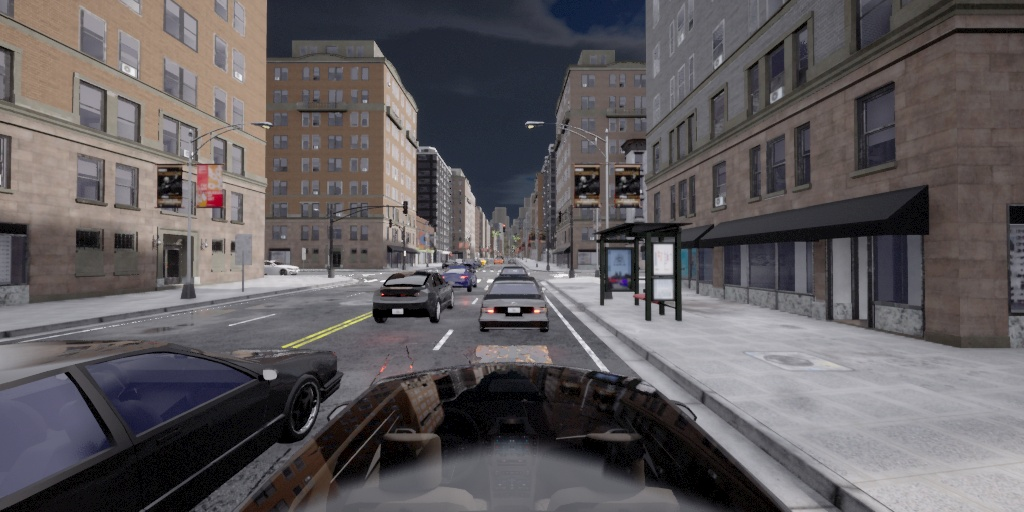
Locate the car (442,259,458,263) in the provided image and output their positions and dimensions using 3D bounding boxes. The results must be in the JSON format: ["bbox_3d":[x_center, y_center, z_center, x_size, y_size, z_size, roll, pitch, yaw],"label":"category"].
[{"bbox_3d":[-9.804,1.273,56.890,1.837,1.490,4.892,0,0,3],"label":"car"}]

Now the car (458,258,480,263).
[{"bbox_3d":[-6.590,1.121,55.199,2.097,1.767,4.553,0,0,0],"label":"car"}]

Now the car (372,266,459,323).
[{"bbox_3d":[-3.138,1.258,12.142,1.837,1.490,4.892,0,0,-1],"label":"car"}]

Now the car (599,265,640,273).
[{"bbox_3d":[13.126,1.386,43.908,4.892,1.490,1.837,0,-1,0],"label":"car"}]

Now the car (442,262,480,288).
[{"bbox_3d":[-3.152,1.282,21.181,1.812,1.442,4.674,0,0,0],"label":"car"}]

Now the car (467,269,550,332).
[{"bbox_3d":[0.081,1.300,10.803,2.033,1.411,5.357,0,0,1],"label":"car"}]

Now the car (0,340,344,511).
[{"bbox_3d":[-3.149,1.298,2.268,2.033,1.411,5.357,0,0,0],"label":"car"}]

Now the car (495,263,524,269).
[{"bbox_3d":[0.090,1.304,20.860,2.033,1.411,5.357,0,0,0],"label":"car"}]

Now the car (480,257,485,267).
[{"bbox_3d":[-6.557,1.260,64.339,2.128,1.511,4.902,0,0,0],"label":"car"}]

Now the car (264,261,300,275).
[{"bbox_3d":[-22.622,1.155,33.836,4.674,1.442,1.812,0,-1,-1],"label":"car"}]
